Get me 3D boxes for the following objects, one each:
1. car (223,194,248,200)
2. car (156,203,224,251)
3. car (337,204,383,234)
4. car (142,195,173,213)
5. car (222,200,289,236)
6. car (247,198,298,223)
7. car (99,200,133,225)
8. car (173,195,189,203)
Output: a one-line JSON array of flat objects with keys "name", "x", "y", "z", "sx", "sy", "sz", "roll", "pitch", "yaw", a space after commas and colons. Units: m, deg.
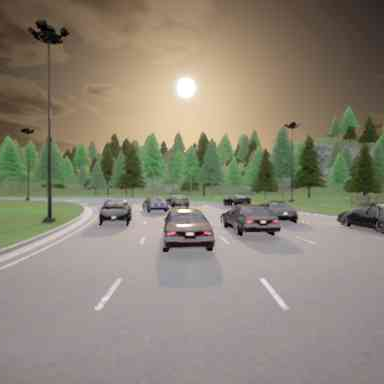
[{"name": "car", "x": 5.142, "y": 1.015, "z": 38.719, "sx": 1.882, "sy": 1.535, "sz": 5.008, "roll": 0, "pitch": 1, "yaw": -18}, {"name": "car", "x": -0.279, "y": 1.387, "z": 13.312, "sx": 2.033, "sy": 1.411, "sz": 5.357, "roll": 0, "pitch": 1, "yaw": -5}, {"name": "car", "x": 9.838, "y": 1.337, "z": 17.529, "sx": 2.033, "sy": 1.411, "sz": 5.357, "roll": 0, "pitch": 1, "yaw": -6}, {"name": "car", "x": -3.608, "y": 1.168, "z": 31.824, "sx": 2.033, "sy": 1.411, "sz": 5.357, "roll": 0, "pitch": 1, "yaw": -16}, {"name": "car", "x": 2.846, "y": 1.342, "z": 17.140, "sx": 2.033, "sy": 1.411, "sz": 5.357, "roll": 0, "pitch": 1, "yaw": -6}, {"name": "car", "x": 5.522, "y": 1.292, "z": 22.695, "sx": 1.994, "sy": 1.385, "sz": 4.181, "roll": 0, "pitch": 1, "yaw": -9}, {"name": "car", "x": -4.901, "y": 1.233, "z": 21.566, "sx": 2.128, "sy": 1.511, "sz": 4.902, "roll": 0, "pitch": 1, "yaw": -9}, {"name": "car", "x": -1.748, "y": 1.045, "z": 37.343, "sx": 2.128, "sy": 1.511, "sz": 4.902, "roll": 0, "pitch": 1, "yaw": -18}]
